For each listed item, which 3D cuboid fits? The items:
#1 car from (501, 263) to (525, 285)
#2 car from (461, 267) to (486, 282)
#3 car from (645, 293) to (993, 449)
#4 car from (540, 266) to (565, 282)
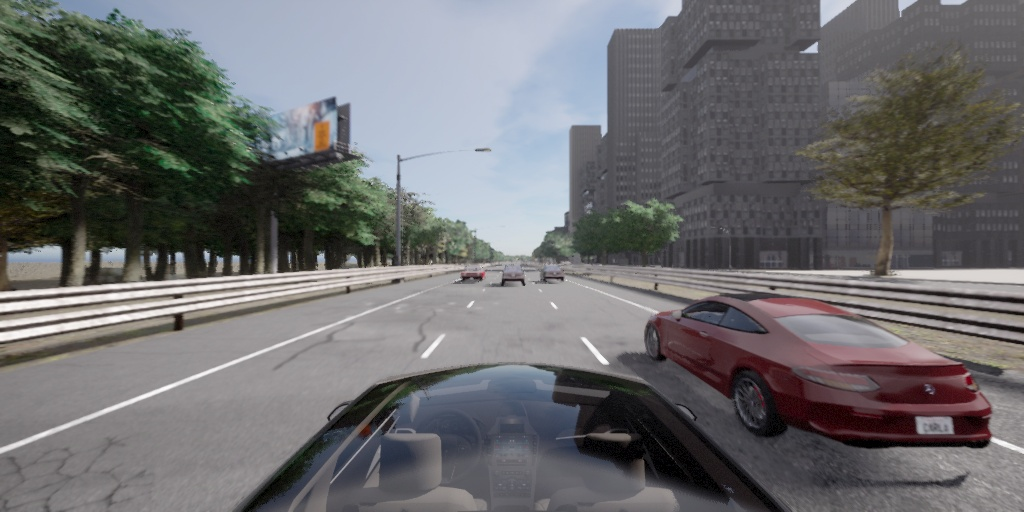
[{"bbox_3d":[0.088,1.522,28.804,2.033,1.411,5.357,0,-1,0],"label":"car"},{"bbox_3d":[-3.418,1.635,32.700,1.895,1.301,4.718,0,-1,0],"label":"car"},{"bbox_3d":[3.596,1.283,5.354,1.812,1.442,4.674,0,0,0],"label":"car"},{"bbox_3d":[3.586,1.581,32.577,2.033,1.411,5.357,0,-1,0],"label":"car"}]
